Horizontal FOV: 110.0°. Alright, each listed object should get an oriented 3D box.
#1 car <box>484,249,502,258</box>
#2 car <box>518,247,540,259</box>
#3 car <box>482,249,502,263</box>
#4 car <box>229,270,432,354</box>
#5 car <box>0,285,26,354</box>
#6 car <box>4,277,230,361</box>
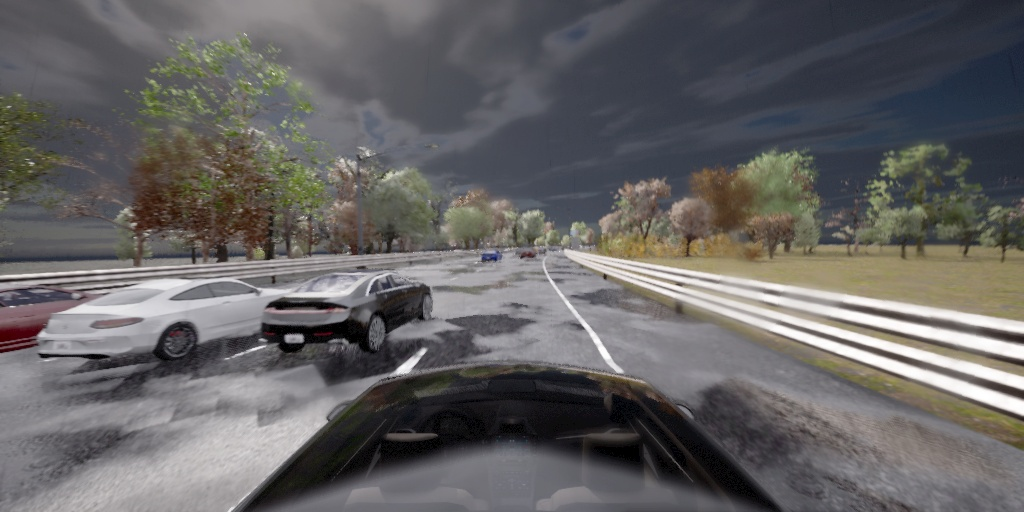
[{"bbox_3d":[-3.265,-0.442,62.076,2.033,1.411,5.357,-1,2,10],"label":"car"},{"bbox_3d":[2.583,-0.527,54.464,2.097,1.767,4.553,-1,2,9],"label":"car"},{"bbox_3d":[-2.453,-0.019,44.584,1.882,1.535,5.008,-1,2,8],"label":"car"},{"bbox_3d":[-3.349,1.070,8.311,2.128,1.511,4.902,-1,2,6],"label":"car"},{"bbox_3d":[-10.443,1.293,7.607,1.994,1.385,4.181,-1,2,6],"label":"car"},{"bbox_3d":[-6.891,1.180,7.958,1.812,1.442,4.674,-1,2,6],"label":"car"}]
